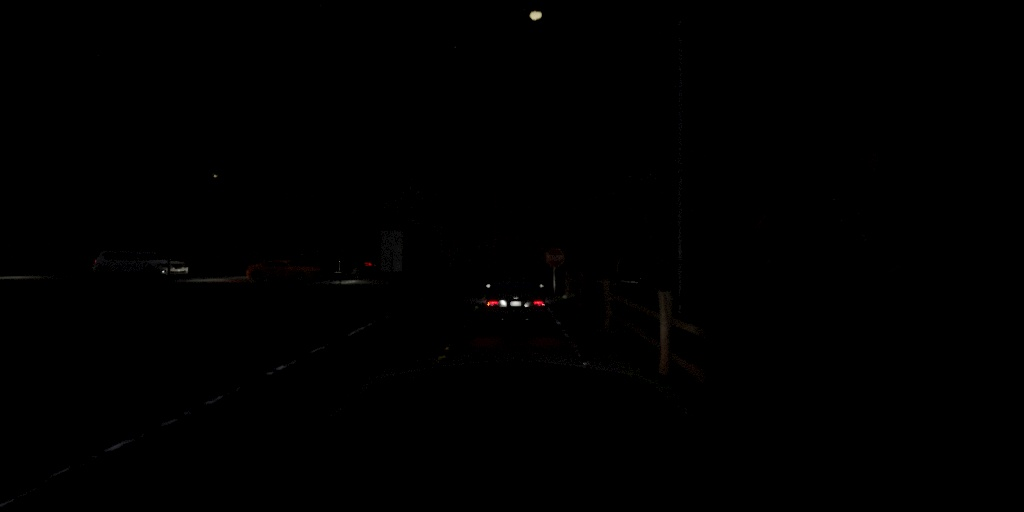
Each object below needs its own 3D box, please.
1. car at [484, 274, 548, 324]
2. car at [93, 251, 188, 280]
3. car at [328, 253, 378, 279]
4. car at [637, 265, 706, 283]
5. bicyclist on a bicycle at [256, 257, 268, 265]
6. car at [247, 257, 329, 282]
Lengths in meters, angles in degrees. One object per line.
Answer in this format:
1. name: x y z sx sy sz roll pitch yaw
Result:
1. car: 0.100 1.293 11.875 2.033 1.411 5.357 0 0 0
2. car: -27.156 0.648 26.301 5.566 2.045 2.150 1 0 0
3. car: -13.873 0.802 29.262 5.566 2.045 2.150 1 0 0
4. car: 12.962 1.448 28.827 5.357 1.411 2.033 1 0 0
5. bicyclist on a bicycle: -22.456 0.920 32.231 0.582 1.620 1.656 1 0 1
6. car: -16.515 1.040 26.193 5.008 1.535 1.882 1 0 1
